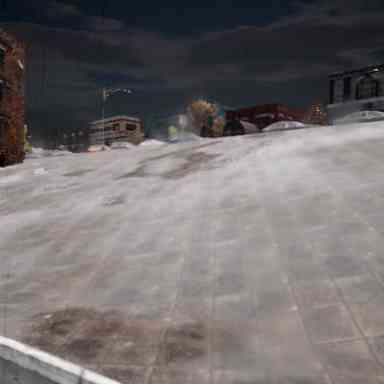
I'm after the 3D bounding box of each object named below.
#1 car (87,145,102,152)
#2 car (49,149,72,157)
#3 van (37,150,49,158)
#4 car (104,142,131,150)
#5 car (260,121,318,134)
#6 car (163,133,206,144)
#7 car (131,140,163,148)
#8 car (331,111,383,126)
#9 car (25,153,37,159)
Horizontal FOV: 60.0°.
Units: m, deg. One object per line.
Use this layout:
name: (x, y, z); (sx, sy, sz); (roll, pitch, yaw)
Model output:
car: (-12.133, -5.500, 44.392); (4.553, 1.767, 2.185); (2, 2, 45)
car: (-19.945, -5.696, 52.158); (4.892, 1.521, 2.231); (2, 2, 45)
van: (-23.767, -6.074, 55.959); (4.442, 1.987, 1.878); (2, 1, 45)
car: (-8.220, -5.333, 40.501); (4.553, 1.767, 2.185); (2, 2, 45)
car: (7.448, -4.516, 24.921); (4.892, 1.521, 2.231); (3, 2, 45)
car: (-0.304, -4.986, 32.629); (4.553, 1.767, 2.185); (3, 2, 45)
car: (-4.201, -4.991, 36.504); (4.674, 1.452, 2.002); (3, 2, 45)
car: (11.366, -4.331, 21.037); (4.892, 1.521, 2.231); (3, 2, 45)
car: (-27.771, -5.961, 59.941); (4.674, 1.452, 2.002); (2, 1, 45)
